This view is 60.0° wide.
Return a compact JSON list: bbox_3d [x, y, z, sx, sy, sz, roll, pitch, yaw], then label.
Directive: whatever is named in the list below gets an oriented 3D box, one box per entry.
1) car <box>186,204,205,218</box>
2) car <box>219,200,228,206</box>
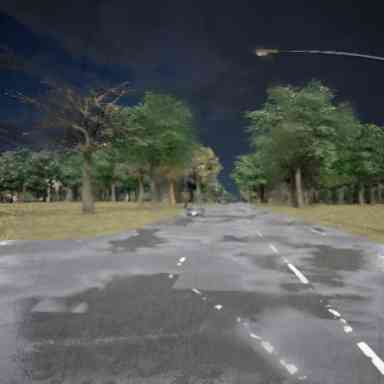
[{"bbox_3d":[0.460,2.116,37.336,2.128,1.511,4.902,-1,-1,6],"label":"car"},{"bbox_3d":[8.771,3.043,92.061,2.033,1.411,5.357,-2,-1,12],"label":"car"}]
